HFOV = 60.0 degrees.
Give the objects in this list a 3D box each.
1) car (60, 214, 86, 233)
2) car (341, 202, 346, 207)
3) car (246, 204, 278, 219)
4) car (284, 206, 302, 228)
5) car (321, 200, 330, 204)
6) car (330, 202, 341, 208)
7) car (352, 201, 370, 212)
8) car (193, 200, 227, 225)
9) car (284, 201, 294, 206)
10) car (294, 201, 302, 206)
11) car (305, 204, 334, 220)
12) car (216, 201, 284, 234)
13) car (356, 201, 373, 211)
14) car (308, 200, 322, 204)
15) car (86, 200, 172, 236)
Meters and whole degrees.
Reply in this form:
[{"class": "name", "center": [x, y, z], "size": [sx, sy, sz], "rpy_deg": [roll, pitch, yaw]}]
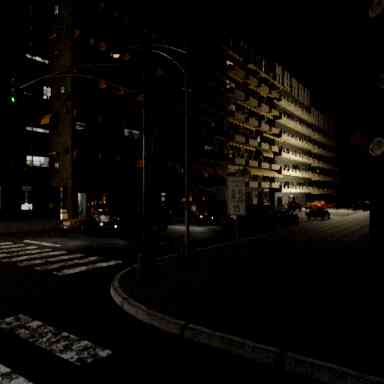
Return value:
[{"class": "car", "center": [-6.247, 1.834, 21.980], "size": [1.752, 1.417, 4.829], "rpy_deg": [-1, -2, 35]}, {"class": "car", "center": [39.230, 3.281, 87.142], "size": [1.947, 1.339, 4.313], "rpy_deg": [-1, -2, 35]}, {"class": "car", "center": [8.054, 2.191, 37.902], "size": [1.837, 1.490, 4.892], "rpy_deg": [0, -1, 35]}, {"class": "car", "center": [7.213, 2.043, 26.681], "size": [1.887, 1.381, 4.507], "rpy_deg": [-1, -2, 35]}, {"class": "car", "center": [26.262, 2.640, 68.569], "size": [2.192, 1.841, 5.009], "rpy_deg": [-1, -2, 35]}, {"class": "car", "center": [32.746, 3.066, 77.852], "size": [1.887, 1.381, 4.507], "rpy_deg": [-1, -2, 35]}, {"class": "car", "center": [29.900, 2.522, 59.197], "size": [2.192, 1.841, 5.009], "rpy_deg": [-1, -2, 35]}, {"class": "car", "center": [2.327, 1.728, 29.720], "size": [2.150, 2.045, 5.566], "rpy_deg": [0, -1, 34]}, {"class": "car", "center": [13.200, 2.446, 49.846], "size": [1.752, 1.417, 4.829], "rpy_deg": [-1, -2, 35]}, {"class": "car", "center": [16.538, 2.340, 54.636], "size": [2.192, 1.841, 5.009], "rpy_deg": [-1, -2, 35]}, {"class": "car", "center": [13.696, 2.284, 35.969], "size": [1.802, 1.307, 4.206], "rpy_deg": [-1, -2, 35]}, {"class": "car", "center": [3.971, 1.711, 22.043], "size": [2.192, 1.841, 5.009], "rpy_deg": [-1, -2, 35]}, {"class": "car", "center": [33.141, 2.621, 63.842], "size": [2.192, 1.841, 5.009], "rpy_deg": [-1, -2, 35]}, {"class": "car", "center": [23.022, 2.770, 63.919], "size": [1.887, 1.381, 4.507], "rpy_deg": [-1, -2, 35]}, {"class": "car", "center": [-3.582, 1.540, 21.252], "size": [2.150, 2.045, 5.566], "rpy_deg": [0, -1, 35]}]
